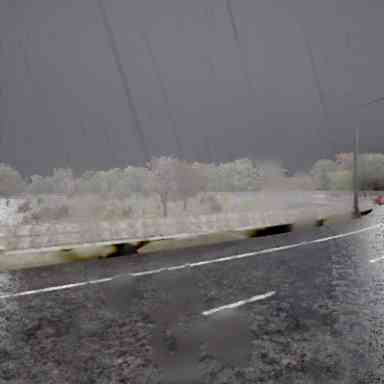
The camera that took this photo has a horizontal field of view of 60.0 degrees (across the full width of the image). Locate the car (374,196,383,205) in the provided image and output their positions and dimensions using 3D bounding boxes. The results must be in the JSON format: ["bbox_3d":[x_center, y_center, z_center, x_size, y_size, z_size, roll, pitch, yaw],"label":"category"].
[{"bbox_3d":[36.931,1.540,64.346,2.097,1.767,4.553,0,0,14],"label":"car"}]
